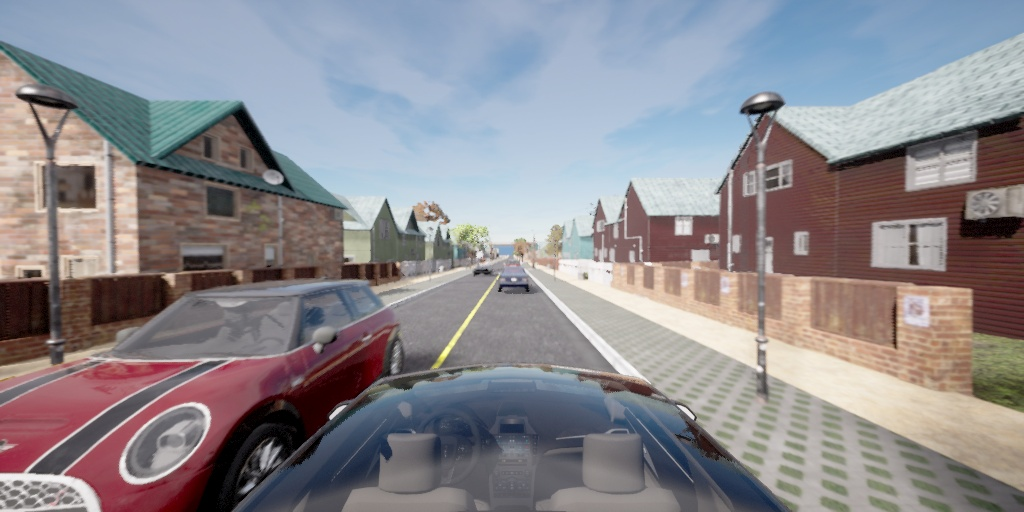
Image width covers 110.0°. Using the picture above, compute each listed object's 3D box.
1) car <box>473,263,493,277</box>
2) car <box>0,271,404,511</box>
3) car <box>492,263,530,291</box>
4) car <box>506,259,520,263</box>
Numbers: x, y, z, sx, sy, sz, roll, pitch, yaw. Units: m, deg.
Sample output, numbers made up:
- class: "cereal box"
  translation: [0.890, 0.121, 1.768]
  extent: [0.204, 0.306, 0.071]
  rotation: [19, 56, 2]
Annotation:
- class: "car"
  translation: [-2.839, 1.409, 36.169]
  extent: [1.895, 1.301, 4.718]
  rotation: [0, 0, 0]
- class: "car"
  translation: [-2.839, 1.106, 4.021]
  extent: [2.097, 1.767, 4.553]
  rotation: [0, 0, 0]
- class: "car"
  translation: [0.102, 1.328, 21.916]
  extent: [2.033, 1.411, 5.357]
  rotation: [0, 0, 0]
- class: "car"
  translation: [0.106, 1.167, 39.900]
  extent: [2.097, 1.767, 4.553]
  rotation: [0, 0, 0]
